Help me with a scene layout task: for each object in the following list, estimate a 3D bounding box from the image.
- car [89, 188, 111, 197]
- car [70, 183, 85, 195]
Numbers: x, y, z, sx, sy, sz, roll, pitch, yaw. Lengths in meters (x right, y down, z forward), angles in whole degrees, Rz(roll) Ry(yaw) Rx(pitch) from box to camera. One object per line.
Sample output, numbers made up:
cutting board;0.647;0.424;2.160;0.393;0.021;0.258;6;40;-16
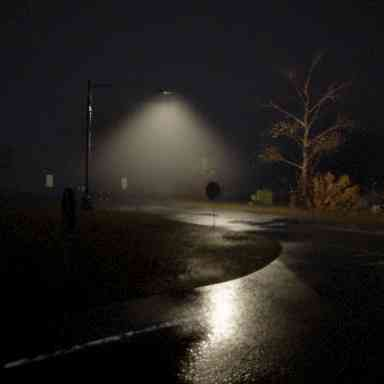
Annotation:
car;-13.956;0.112;50.241;1.895;1.301;4.718;1;1;-36
car;-19.771;-0.589;58.366;2.150;2.045;5.566;1;1;-36
